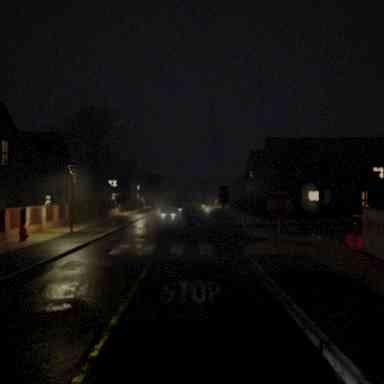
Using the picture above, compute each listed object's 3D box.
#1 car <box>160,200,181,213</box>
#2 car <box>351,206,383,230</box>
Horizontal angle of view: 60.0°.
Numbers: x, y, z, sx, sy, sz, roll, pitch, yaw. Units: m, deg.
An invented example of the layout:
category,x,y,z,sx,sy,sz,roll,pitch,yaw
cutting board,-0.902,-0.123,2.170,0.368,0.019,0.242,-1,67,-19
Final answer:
category,x,y,z,sx,sy,sz,roll,pitch,yaw
car,-2.906,1.950,42.406,2.033,1.411,5.357,0,-1,0
car,11.357,1.498,18.229,4.902,1.511,2.128,-1,-1,0
